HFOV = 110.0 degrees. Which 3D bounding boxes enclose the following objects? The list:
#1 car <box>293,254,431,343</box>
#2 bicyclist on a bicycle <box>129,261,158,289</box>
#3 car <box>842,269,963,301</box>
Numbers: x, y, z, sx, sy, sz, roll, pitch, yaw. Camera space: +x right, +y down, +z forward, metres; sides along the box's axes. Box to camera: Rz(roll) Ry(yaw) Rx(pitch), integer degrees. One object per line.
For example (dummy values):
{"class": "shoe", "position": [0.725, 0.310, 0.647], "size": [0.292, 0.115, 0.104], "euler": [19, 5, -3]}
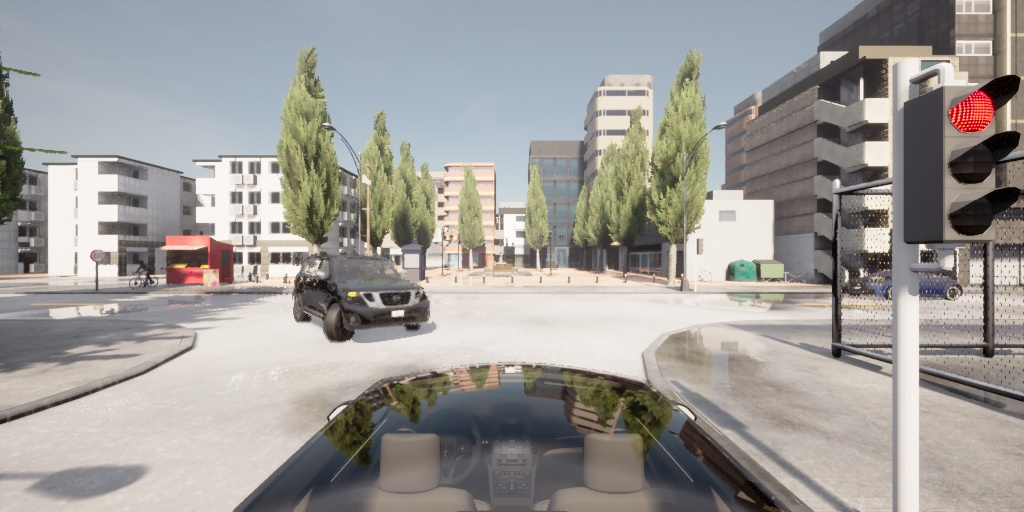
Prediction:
{"class": "car", "position": [-4.492, 0.972, 10.228], "size": [2.150, 2.045, 5.566], "euler": [2, -2, -43]}
{"class": "bicyclist on a bicycle", "position": [-21.561, 1.099, 21.015], "size": [0.582, 1.620, 1.656], "euler": [0, 0, 0]}
{"class": "car", "position": [18.210, 1.314, 16.853], "size": [4.181, 1.385, 1.994], "euler": [0, 0, 0]}
